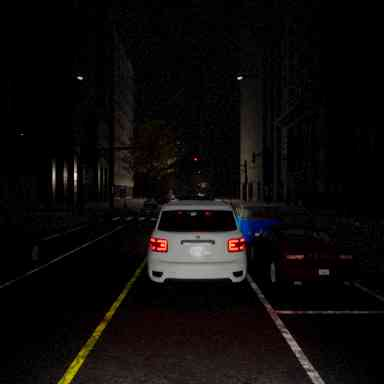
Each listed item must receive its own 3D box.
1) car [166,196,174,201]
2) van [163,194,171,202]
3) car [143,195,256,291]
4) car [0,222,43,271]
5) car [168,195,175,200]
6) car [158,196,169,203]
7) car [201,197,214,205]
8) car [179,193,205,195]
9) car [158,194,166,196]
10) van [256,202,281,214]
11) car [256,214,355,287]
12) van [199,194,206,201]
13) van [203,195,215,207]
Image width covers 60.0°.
[{"bbox_3d":[-5.890,1.643,89.613,1.947,1.339,4.313,0,0,0],"label":"car"},{"bbox_3d":[-5.874,1.402,79.036,1.690,1.788,3.998,0,0,0],"label":"van"},{"bbox_3d":[0.096,1.223,9.171,2.150,2.045,5.566,0,0,0],"label":"car"},{"bbox_3d":[-5.790,1.546,9.206,1.887,1.381,4.507,0,0,0],"label":"car"},{"bbox_3d":[-5.897,1.611,94.733,1.752,1.417,4.829,0,0,0],"label":"car"},{"bbox_3d":[-5.859,1.597,68.458,2.008,1.369,4.403,0,0,0],"label":"car"},{"bbox_3d":[2.681,1.600,58.123,1.947,1.339,4.313,0,0,0],"label":"car"},{"bbox_3d":[0.071,1.226,19.532,2.150,2.045,5.566,0,0,0],"label":"car"},{"bbox_3d":[-5.844,1.578,57.880,1.887,1.381,4.507,0,0,0],"label":"car"},{"bbox_3d":[2.758,1.344,14.725,1.690,1.788,3.998,0,0,0],"label":"van"},{"bbox_3d":[2.765,1.546,9.200,1.887,1.381,4.507,0,0,0],"label":"car"},{"bbox_3d":[2.642,1.411,85.189,1.690,1.788,3.998,0,0,0],"label":"van"},{"bbox_3d":[2.689,1.369,52.710,1.690,1.788,3.998,0,0,0],"label":"van"}]
